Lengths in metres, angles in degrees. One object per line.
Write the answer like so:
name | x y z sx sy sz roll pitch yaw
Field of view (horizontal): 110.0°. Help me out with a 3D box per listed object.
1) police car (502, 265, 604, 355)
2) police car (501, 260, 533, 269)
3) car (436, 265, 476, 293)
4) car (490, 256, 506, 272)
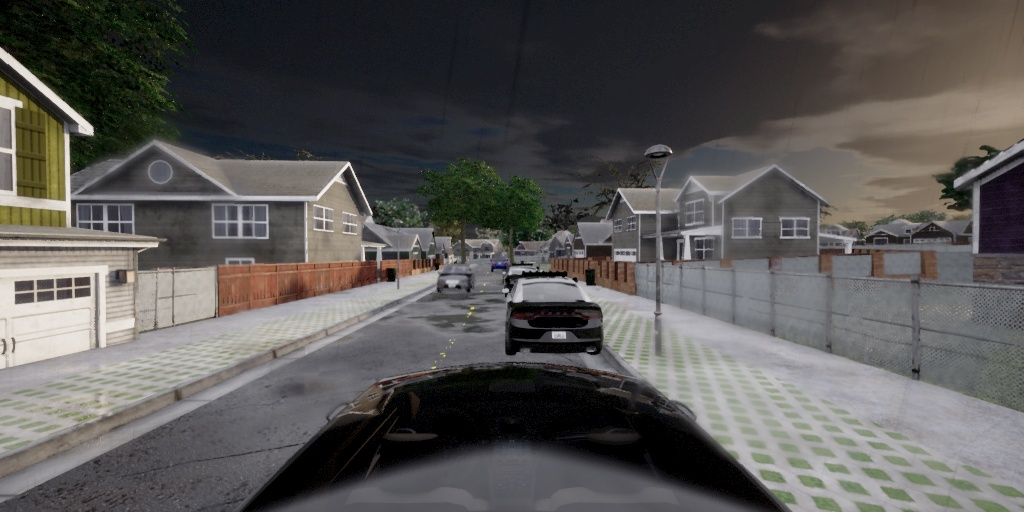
police car | 0.783 1.176 8.832 1.930 1.638 5.238 0 0 -1
police car | 0.536 1.187 18.877 1.930 1.638 5.238 0 0 -2
car | -3.155 1.259 20.788 2.128 1.511 4.902 0 0 -2
car | -1.672 1.056 47.443 2.150 2.045 5.566 0 0 -3
